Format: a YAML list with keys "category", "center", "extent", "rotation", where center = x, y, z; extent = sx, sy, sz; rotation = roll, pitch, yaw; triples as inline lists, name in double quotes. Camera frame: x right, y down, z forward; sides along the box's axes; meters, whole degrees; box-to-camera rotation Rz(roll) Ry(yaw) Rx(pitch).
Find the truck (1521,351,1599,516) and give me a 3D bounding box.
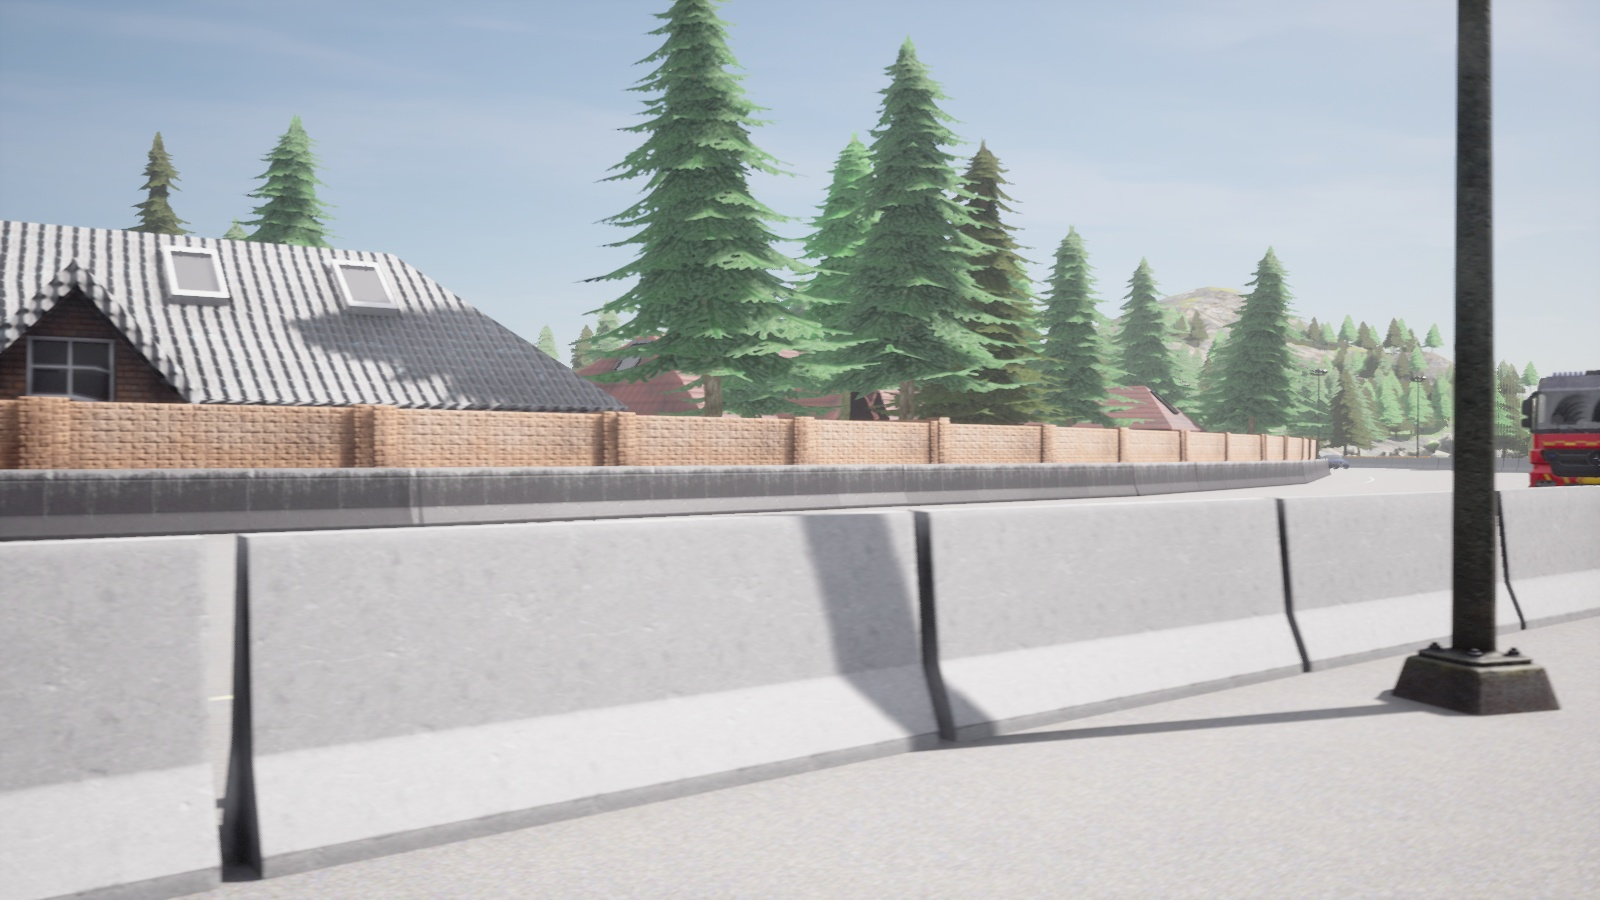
- category: "truck"
  center: [21.247, -0.382, 32.566]
  extent: [2.891, 3.827, 8.468]
  rotation: [0, 0, 41]
